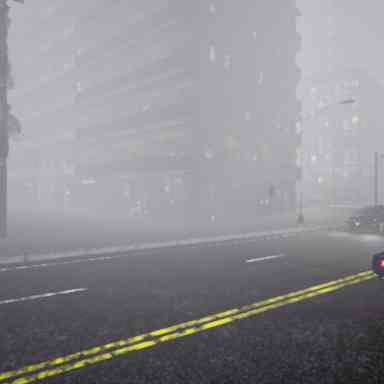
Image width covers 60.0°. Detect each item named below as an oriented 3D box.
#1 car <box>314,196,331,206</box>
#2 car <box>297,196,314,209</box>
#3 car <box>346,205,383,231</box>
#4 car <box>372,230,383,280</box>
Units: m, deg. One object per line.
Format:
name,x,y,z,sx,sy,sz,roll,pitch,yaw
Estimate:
car,17.728,1.226,48.033,4.097,1.590,1.967,1,0,43
car,12.213,1.330,41.488,4.829,1.417,1.752,1,0,43
car,11.309,1.585,20.369,4.892,1.490,1.837,1,0,-38
car,6.497,1.639,8.268,4.718,1.301,1.895,0,0,-37
